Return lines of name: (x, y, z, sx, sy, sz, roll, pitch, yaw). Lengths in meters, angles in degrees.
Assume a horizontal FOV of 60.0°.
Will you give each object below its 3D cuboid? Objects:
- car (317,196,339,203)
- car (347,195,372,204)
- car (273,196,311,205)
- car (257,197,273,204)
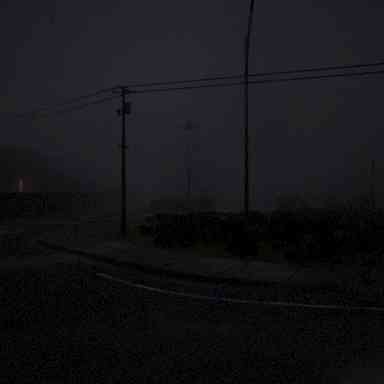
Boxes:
car: (28.482, 1.665, 69.493, 4.193, 1.474, 1.816, 0, 0, 4)
car: (28.162, 1.439, 56.003, 3.866, 1.878, 1.905, 0, 0, 4)
car: (14.266, 1.423, 46.707, 4.605, 1.855, 1.932, 0, 0, 4)
car: (15.566, 1.690, 69.149, 3.905, 1.438, 1.784, 0, 0, 4)
